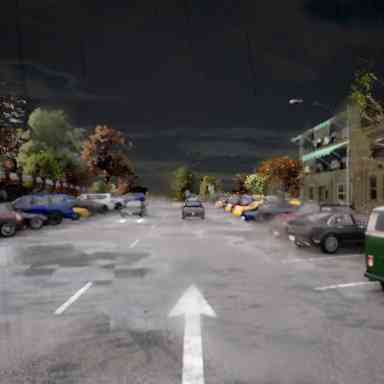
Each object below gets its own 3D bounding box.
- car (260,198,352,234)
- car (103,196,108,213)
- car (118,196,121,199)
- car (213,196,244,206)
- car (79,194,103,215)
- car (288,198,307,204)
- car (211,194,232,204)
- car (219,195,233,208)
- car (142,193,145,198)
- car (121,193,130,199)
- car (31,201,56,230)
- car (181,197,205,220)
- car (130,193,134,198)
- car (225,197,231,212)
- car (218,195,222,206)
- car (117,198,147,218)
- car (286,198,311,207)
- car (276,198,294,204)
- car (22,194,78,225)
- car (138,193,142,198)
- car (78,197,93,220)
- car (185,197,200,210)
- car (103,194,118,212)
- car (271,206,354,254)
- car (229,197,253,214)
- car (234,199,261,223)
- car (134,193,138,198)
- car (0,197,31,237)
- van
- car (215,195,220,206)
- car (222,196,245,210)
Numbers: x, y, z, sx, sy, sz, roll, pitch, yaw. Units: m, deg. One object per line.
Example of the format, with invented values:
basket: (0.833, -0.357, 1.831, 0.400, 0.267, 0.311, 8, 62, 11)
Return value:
car: (6.031, 1.355, 16.214, 4.553, 1.767, 2.185, 1, 0, -20)
car: (-10.931, 1.470, 31.862, 4.892, 1.521, 2.231, -1, 0, -20)
car: (-10.915, 1.495, 37.926, 4.792, 1.488, 2.163, -1, 0, -20)
car: (6.003, 1.495, 54.669, 4.674, 1.452, 2.002, 1, 0, -20)
car: (-10.916, 1.220, 28.855, 5.566, 2.045, 2.435, -1, 0, -20)
car: (28.095, 2.462, 88.759, 2.231, 1.521, 4.892, 2, -1, -21)
car: (5.832, 1.456, 45.723, 5.366, 1.575, 1.946, 1, 0, -20)
car: (5.999, 1.467, 36.925, 5.008, 1.535, 2.097, 1, 0, -20)
car: (-10.951, 1.455, 56.048, 4.892, 1.521, 2.231, -1, 0, -20)
car: (-10.922, 1.212, 40.950, 5.566, 2.045, 2.435, -1, 0, -20)
car: (-10.914, 1.506, 19.791, 4.792, 1.488, 2.163, -1, 0, -20)
car: (0.102, 1.476, 28.344, 2.128, 1.511, 4.902, 0, 0, 0)
car: (-10.971, 1.334, 46.969, 4.553, 1.767, 2.185, -1, 0, -20)
car: (6.001, 1.471, 30.995, 5.008, 1.535, 2.097, 1, 0, -20)
car: (6.026, 1.495, 39.891, 4.792, 1.488, 2.163, 1, 0, -20)
car: (-5.091, 1.510, 29.643, 1.812, 1.442, 4.674, 0, 0, 0)
car: (22.467, 2.254, 70.389, 1.946, 1.575, 5.366, 2, 1, -21)
car: (24.703, 2.358, 88.727, 2.231, 1.521, 4.892, 2, -1, -21)
car: (-10.975, 1.224, 22.792, 5.566, 2.045, 2.435, -1, 0, -20)
car: (-10.916, 1.329, 53.034, 4.553, 1.767, 2.185, -1, 0, -20)
car: (-10.771, 1.468, 25.892, 5.366, 1.575, 1.946, -1, 0, -20)
car: (0.103, 1.453, 43.951, 1.882, 1.535, 5.008, 0, 0, 0)
car: (-10.977, 1.216, 34.883, 5.566, 2.045, 2.435, -1, 0, -20)
car: (6.000, 1.483, 13.239, 4.892, 1.521, 2.231, 1, 0, -20)
car: (6.171, 1.472, 28.111, 5.366, 1.575, 1.946, 1, 0, -20)
car: (5.977, 1.504, 25.065, 4.792, 1.488, 2.163, 1, 0, -20)
car: (-10.977, 1.332, 49.996, 4.553, 1.767, 2.185, -1, 0, -20)
car: (-10.917, 1.353, 16.766, 4.553, 1.767, 2.185, -1, 0, -20)
van: (6.113, 1.260, 7.371, 4.442, 1.987, 1.878, 1, 0, -20)
car: (6.004, 1.464, 42.840, 4.892, 1.521, 2.231, 1, 0, -20)
car: (6.172, 1.468, 34.028, 5.366, 1.575, 1.946, 1, 0, -20)
